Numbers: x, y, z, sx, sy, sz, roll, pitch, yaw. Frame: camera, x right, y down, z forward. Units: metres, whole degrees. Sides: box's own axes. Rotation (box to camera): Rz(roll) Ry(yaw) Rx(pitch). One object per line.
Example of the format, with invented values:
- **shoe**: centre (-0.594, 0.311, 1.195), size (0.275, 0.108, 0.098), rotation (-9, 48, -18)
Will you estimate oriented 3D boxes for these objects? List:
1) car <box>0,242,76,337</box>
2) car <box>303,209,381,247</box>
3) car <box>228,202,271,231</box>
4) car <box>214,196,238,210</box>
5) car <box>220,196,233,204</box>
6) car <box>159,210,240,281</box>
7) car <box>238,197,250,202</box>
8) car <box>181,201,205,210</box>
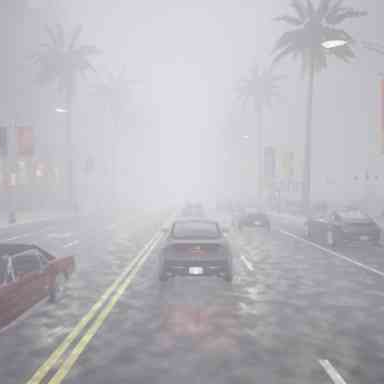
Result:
- **car**: centre (-3.598, 1.609, 5.453), size (1.895, 1.301, 4.718), rotation (0, 0, 0)
- **car**: centre (6.585, 1.500, 15.117), size (2.231, 1.521, 4.892), rotation (0, 0, 0)
- **car**: centre (3.598, 1.553, 20.661), size (1.812, 1.442, 4.674), rotation (0, 0, 0)
- **car**: centre (3.596, 1.542, 38.231), size (2.128, 1.511, 4.902), rotation (0, 0, 0)
- **car**: centre (6.898, 1.601, 66.422), size (2.161, 1.482, 4.786), rotation (0, 0, 0)
- **car**: centre (0.093, 1.518, 9.893), size (1.837, 1.490, 4.892), rotation (0, 0, 0)
- **car**: centre (6.593, 1.413, 44.492), size (2.185, 1.767, 4.553), rotation (0, 0, 0)
- **car**: centre (0.096, 1.532, 29.887), size (2.128, 1.511, 4.902), rotation (0, 0, 0)
